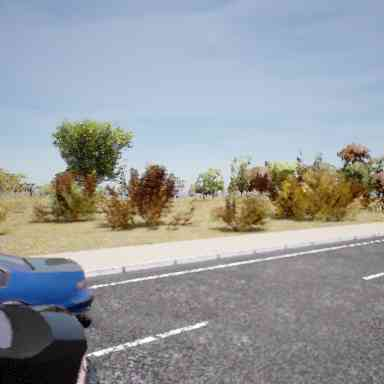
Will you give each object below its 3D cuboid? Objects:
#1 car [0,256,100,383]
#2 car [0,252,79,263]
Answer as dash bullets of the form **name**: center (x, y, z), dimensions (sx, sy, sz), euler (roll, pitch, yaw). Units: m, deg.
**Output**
- **car**: center (-2.925, 1.483, 1.572), dimensions (4.902, 1.511, 2.128), euler (0, 0, -36)
- **car**: center (-4.194, 1.540, 4.671), dimensions (5.357, 1.411, 2.033), euler (0, 0, -36)
